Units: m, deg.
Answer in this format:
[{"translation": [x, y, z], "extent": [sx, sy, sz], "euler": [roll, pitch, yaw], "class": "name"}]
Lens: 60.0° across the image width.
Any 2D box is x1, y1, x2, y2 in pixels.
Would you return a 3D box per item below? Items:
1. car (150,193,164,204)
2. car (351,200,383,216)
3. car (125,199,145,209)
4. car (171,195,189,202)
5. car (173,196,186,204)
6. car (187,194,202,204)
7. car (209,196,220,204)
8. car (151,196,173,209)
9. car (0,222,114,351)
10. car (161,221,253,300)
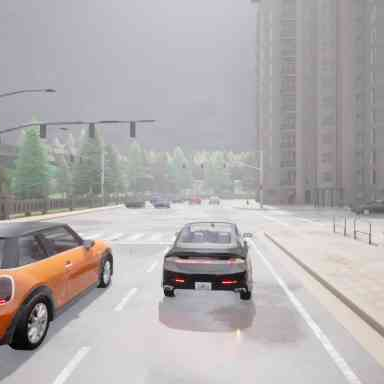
[{"translation": [-6.468, 1.223, 62.807], "extent": [2.150, 2.045, 5.566], "euler": [0, 0, 5], "class": "car"}, {"translation": [18.463, 1.560, 33.159], "extent": [4.892, 1.490, 1.837], "euler": [0, 0, 3], "class": "car"}, {"translation": [-7.711, 1.601, 45.345], "extent": [1.895, 1.301, 4.718], "euler": [0, 0, 4], "class": "car"}, {"translation": [-2.875, 1.540, 79.086], "extent": [2.033, 1.411, 5.357], "euler": [0, 0, 25], "class": "car"}, {"translation": [-2.889, 1.506, 63.659], "extent": [1.837, 1.490, 4.892], "euler": [0, 0, 5], "class": "car"}, {"translation": [0.723, 1.352, 62.862], "extent": [2.097, 1.767, 4.553], "euler": [0, 0, 5], "class": "car"}, {"translation": [4.325, 1.525, 63.979], "extent": [1.812, 1.442, 4.674], "euler": [0, 0, 5], "class": "car"}, {"translation": [-3.987, 1.565, 44.753], "extent": [1.994, 1.385, 4.181], "euler": [0, 0, 0], "class": "car"}, {"translation": [-3.106, 1.352, 6.444], "extent": [2.097, 1.767, 4.553], "euler": [0, 0, 4], "class": "car"}, {"translation": [0.500, 1.492, 8.443], "extent": [2.128, 1.511, 4.902], "euler": [0, 0, 7], "class": "car"}]
